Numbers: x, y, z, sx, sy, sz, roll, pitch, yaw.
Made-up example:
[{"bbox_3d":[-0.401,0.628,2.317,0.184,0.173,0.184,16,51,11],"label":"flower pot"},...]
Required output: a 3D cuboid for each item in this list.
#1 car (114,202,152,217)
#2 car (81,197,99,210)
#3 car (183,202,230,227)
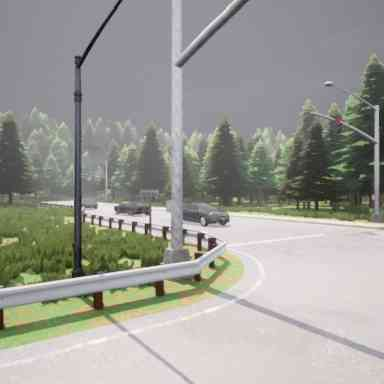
[{"bbox_3d":[-5.614,1.576,31.363,1.895,1.301,4.718,0,0,-36],"label":"car"},{"bbox_3d":[-13.412,1.478,42.211,1.837,1.490,4.892,0,0,-35],"label":"car"},{"bbox_3d":[0.557,1.480,22.996,1.837,1.490,4.892,0,0,-36],"label":"car"}]
